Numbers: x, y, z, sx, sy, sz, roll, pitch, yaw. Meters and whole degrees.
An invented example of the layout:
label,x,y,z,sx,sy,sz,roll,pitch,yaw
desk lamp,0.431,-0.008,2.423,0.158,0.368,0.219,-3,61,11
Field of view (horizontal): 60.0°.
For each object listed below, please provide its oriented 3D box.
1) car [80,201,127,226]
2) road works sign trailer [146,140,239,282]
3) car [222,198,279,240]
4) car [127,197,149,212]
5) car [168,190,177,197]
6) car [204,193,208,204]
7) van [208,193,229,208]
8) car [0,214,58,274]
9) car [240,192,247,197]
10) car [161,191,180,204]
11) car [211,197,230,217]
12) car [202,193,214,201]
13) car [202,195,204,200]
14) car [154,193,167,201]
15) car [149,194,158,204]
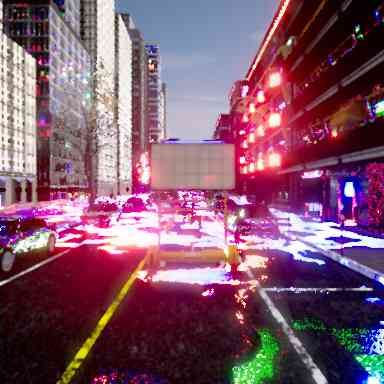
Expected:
label,x,y,z,sx,sy,sz,roll,pitch,yaw
car,-5.646,1.296,21.097,1.752,1.417,4.829,0,1,0
road works sign trailer,0.020,0.360,9.381,2.380,3.560,2.880,0,1,0
car,2.723,1.268,15.716,1.967,1.590,4.097,0,1,0
car,-5.623,1.236,32.333,1.802,1.307,4.206,0,1,0
car,-5.501,0.386,92.379,2.192,1.841,5.009,0,1,0
car,2.768,1.038,37.846,1.967,1.590,4.097,0,1,0
van,2.757,0.996,32.312,1.690,1.788,3.998,0,1,0
car,-5.669,1.432,10.203,1.887,1.381,4.507,0,1,0
car,13.590,0.530,79.358,4.403,1.369,2.008,-1,1,0
car,-2.936,0.840,48.469,2.097,1.767,4.553,0,1,1
car,2.745,1.294,26.783,1.802,1.307,4.206,0,1,0
car,2.814,0.925,59.977,2.008,1.369,4.403,0,1,0
car,2.791,1.036,48.912,2.008,1.369,4.403,0,1,0
car,-5.566,0.919,59.994,1.887,1.381,4.507,0,1,0
car,-5.589,1.012,48.759,1.752,1.417,4.829,0,1,0
